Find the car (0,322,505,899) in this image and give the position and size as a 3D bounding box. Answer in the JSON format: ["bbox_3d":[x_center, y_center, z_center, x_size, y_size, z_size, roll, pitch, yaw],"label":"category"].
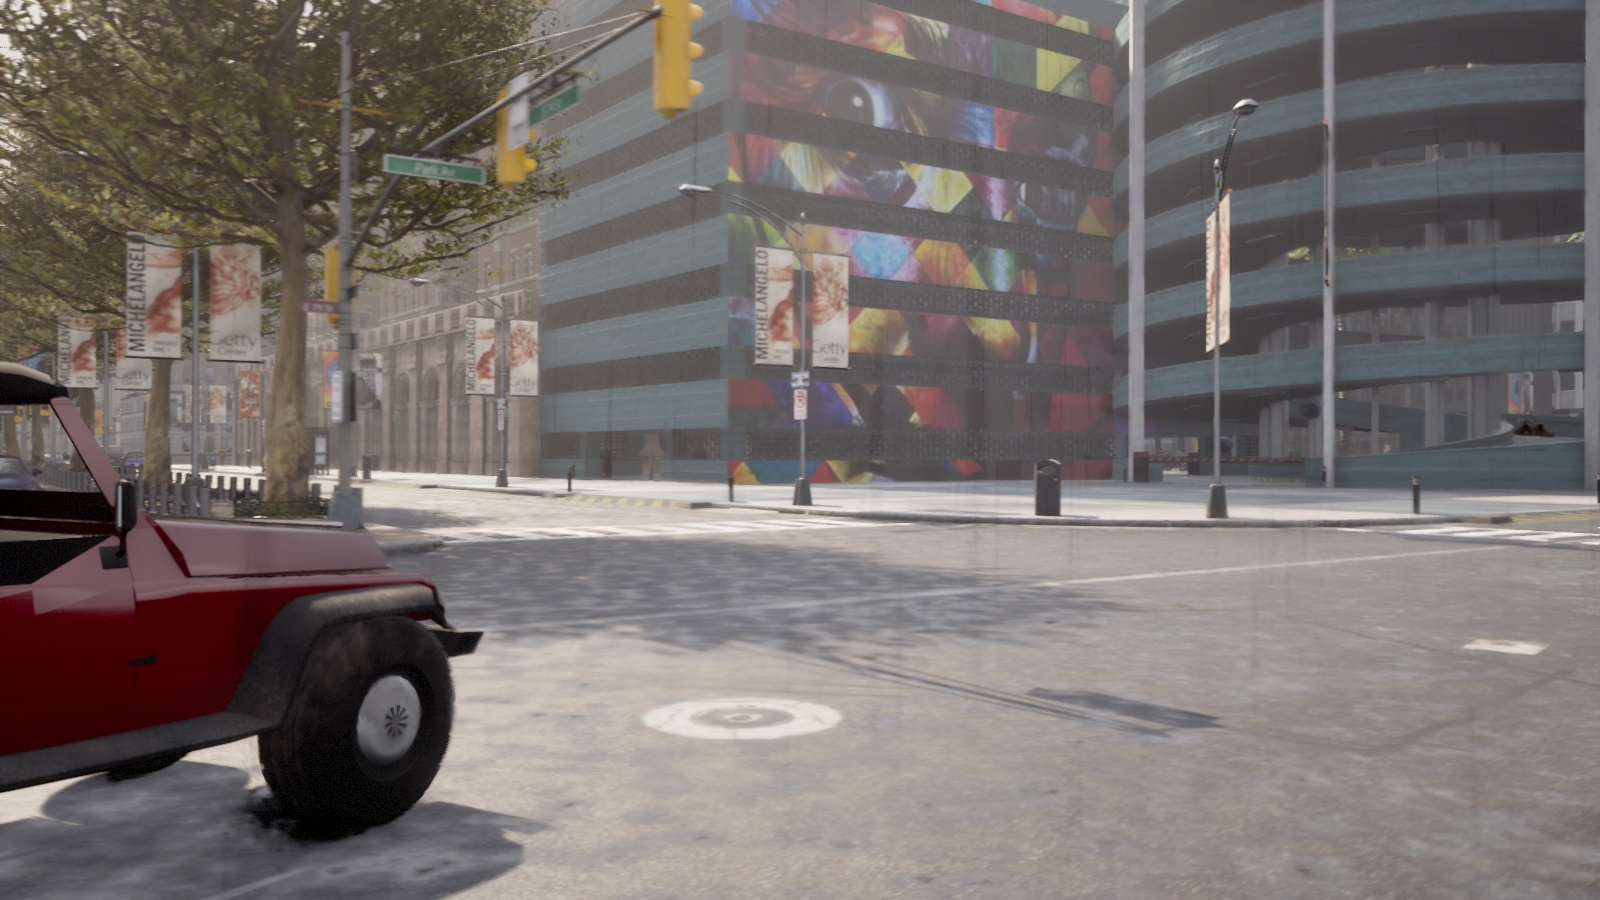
[{"bbox_3d":[-3.112,0.558,4.371,1.905,1.878,3.866,0,0,31],"label":"car"}]
